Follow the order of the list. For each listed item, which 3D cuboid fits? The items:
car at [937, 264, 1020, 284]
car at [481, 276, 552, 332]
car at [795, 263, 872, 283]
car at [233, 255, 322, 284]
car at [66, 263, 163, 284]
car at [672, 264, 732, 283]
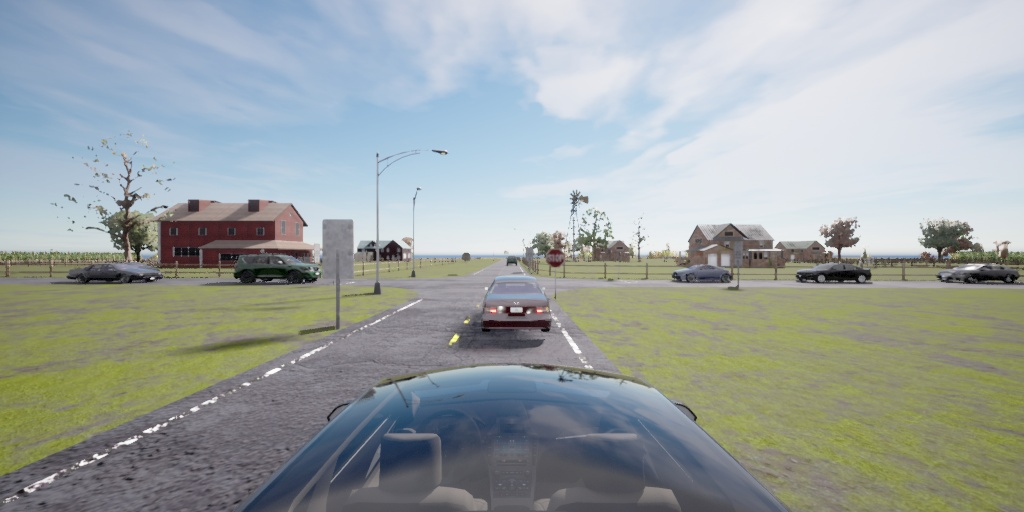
[{"bbox_3d":[36.502,1.376,28.162,4.902,1.511,2.128,0,0,1],"label":"car"},{"bbox_3d":[0.100,1.296,10.823,2.033,1.411,5.357,0,0,0],"label":"car"},{"bbox_3d":[25.241,1.313,28.263,5.008,1.535,1.882,0,0,1],"label":"car"},{"bbox_3d":[-16.672,0.923,25.636,5.566,2.045,2.150,0,0,0],"label":"car"},{"bbox_3d":[-28.441,1.214,25.729,5.357,1.411,2.033,0,0,1],"label":"car"},{"bbox_3d":[14.941,1.359,28.339,4.181,1.385,1.994,0,0,1],"label":"car"}]
